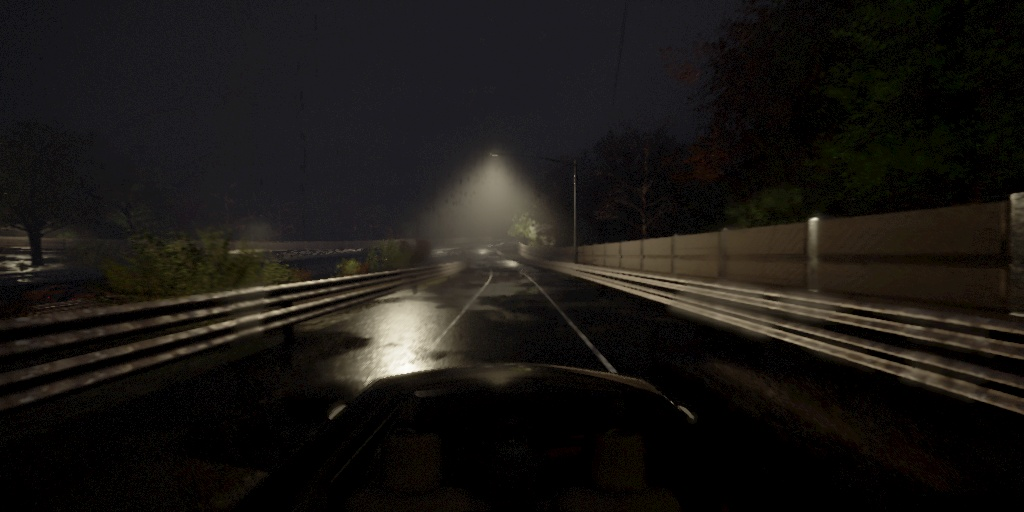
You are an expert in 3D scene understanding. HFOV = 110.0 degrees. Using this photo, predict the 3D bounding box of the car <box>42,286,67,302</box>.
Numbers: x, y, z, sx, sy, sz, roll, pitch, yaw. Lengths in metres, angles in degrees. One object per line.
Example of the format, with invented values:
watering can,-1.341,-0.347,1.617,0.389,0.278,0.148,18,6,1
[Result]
car,-42.849,3.868,36.133,1.895,1.301,4.718,1,4,15

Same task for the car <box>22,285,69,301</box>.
car,-46.257,3.684,36.908,1.882,1.535,5.008,1,4,15

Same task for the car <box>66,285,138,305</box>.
car,-39.465,3.689,35.213,2.097,1.767,4.553,1,4,15
